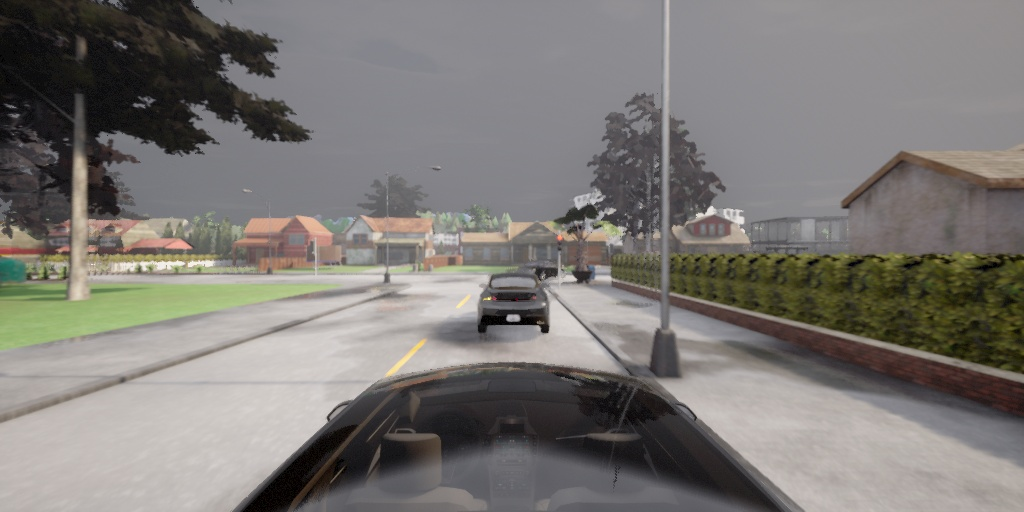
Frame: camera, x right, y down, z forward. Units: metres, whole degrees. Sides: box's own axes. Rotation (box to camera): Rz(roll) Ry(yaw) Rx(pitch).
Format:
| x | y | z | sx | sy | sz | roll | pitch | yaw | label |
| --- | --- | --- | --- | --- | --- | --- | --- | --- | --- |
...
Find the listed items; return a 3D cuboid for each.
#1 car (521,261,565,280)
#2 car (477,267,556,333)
| x | y | z | sx | sy | sz | roll | pitch | yaw | label |
| --- | --- | --- | --- | --- | --- | --- | --- | --- | --- |
| 2.360 | 1.134 | 27.574 | 2.128 | 1.511 | 4.902 | -1 | 0 | 36 | car |
| 0.054 | 1.214 | 10.623 | 1.837 | 1.490 | 4.892 | 0 | -1 | 1 | car |
